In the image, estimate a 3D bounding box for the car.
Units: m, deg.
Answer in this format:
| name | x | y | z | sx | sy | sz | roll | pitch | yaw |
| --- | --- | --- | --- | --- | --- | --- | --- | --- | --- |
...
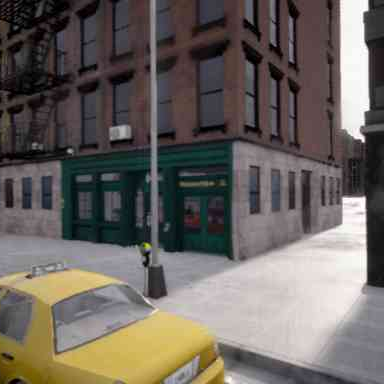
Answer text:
| name | x | y | z | sx | sy | sz | roll | pitch | yaw |
| --- | --- | --- | --- | --- | --- | --- | --- | --- | --- |
| car | -1.964 | 1.565 | 4.207 | 4.829 | 1.417 | 1.752 | -1 | 0 | 35 |
